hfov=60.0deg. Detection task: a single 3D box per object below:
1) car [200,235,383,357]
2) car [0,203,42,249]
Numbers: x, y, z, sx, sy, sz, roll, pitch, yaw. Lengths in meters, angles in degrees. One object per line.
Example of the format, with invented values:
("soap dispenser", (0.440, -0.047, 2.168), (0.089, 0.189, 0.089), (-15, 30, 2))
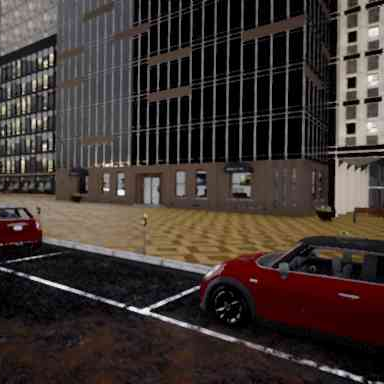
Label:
("car", (2.122, 1.427, 5.388), (4.097, 1.590, 1.967), (2, 0, 34))
("car", (-7.110, 1.109, 11.616), (4.097, 1.590, 1.967), (2, 0, 34))
